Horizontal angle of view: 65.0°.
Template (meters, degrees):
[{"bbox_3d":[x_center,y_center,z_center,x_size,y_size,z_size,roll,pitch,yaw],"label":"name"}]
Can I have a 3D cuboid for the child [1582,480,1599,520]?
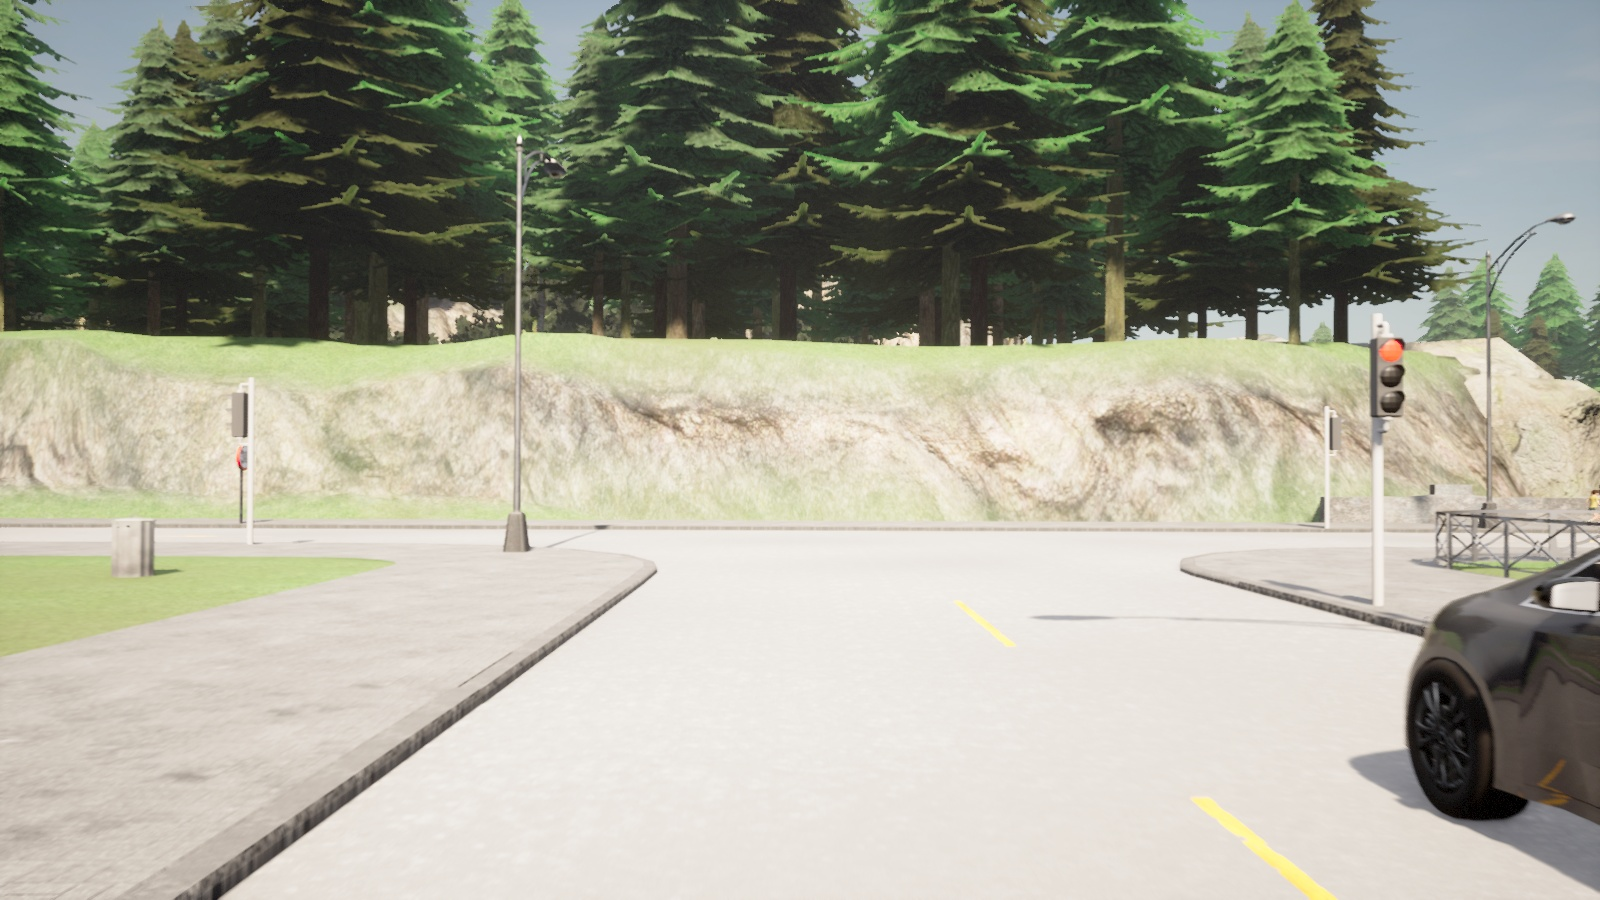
[{"bbox_3d":[22.280,1.407,35.321,0.394,1.110,0.255,0,-1,1],"label":"child"}]

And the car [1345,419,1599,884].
[{"bbox_3d":[3.988,0.715,4.298,2.242,1.667,4.611,0,-1,0],"label":"car"}]
